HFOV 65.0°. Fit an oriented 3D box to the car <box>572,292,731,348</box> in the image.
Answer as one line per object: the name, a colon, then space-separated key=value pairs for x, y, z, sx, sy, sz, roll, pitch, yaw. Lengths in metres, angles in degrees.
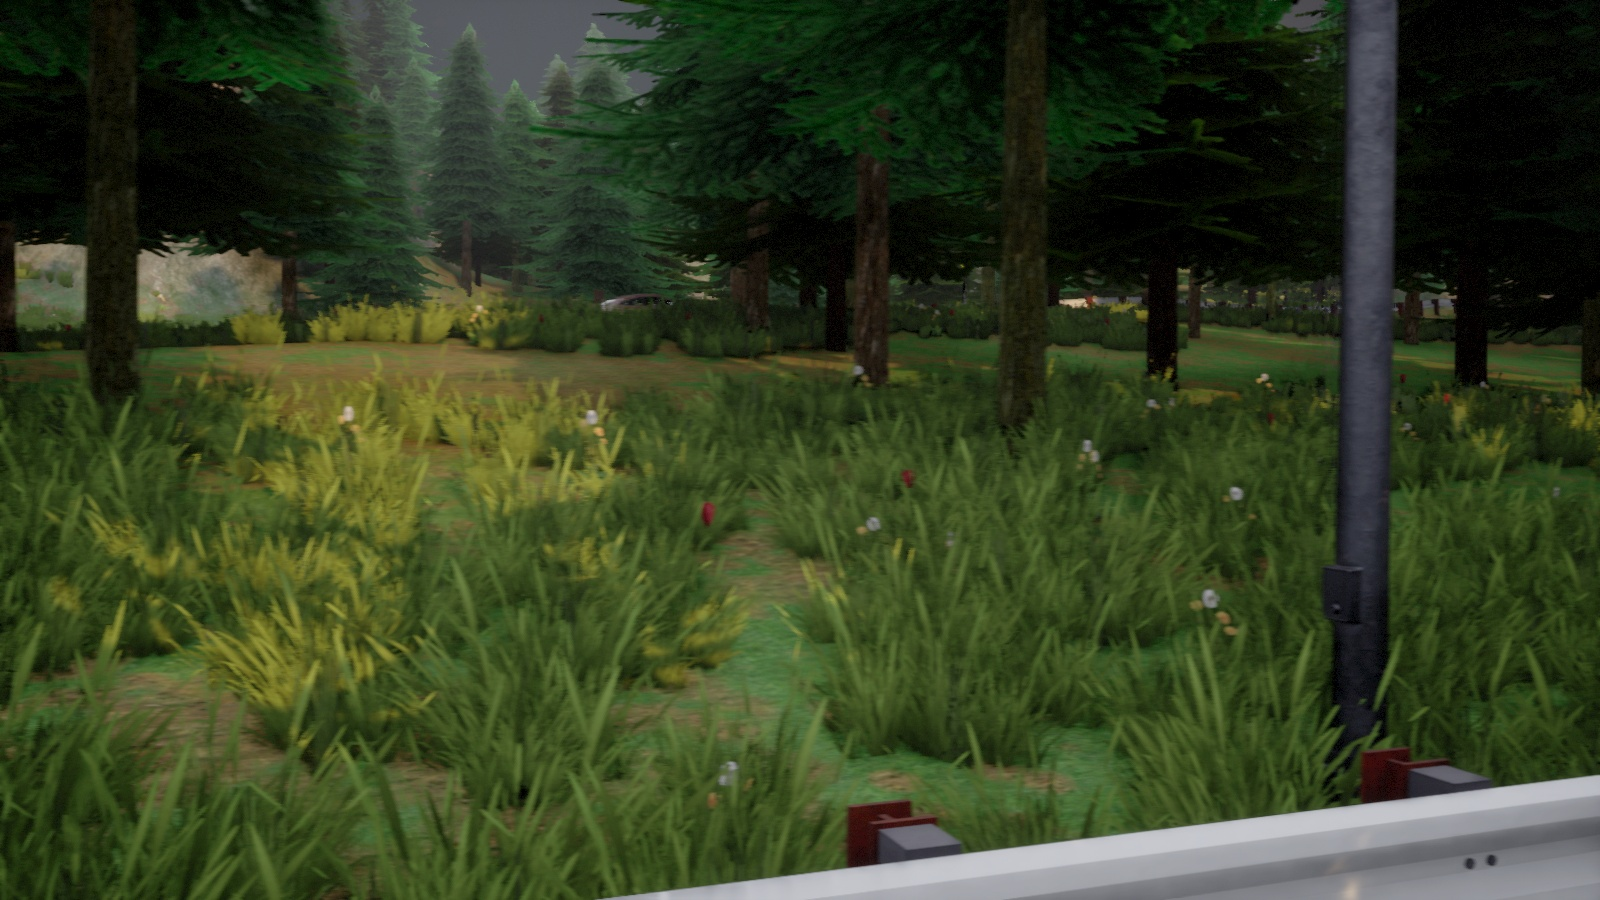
car: x=-4.815 y=-4.221 z=40.780 sx=4.674 sy=1.442 sz=1.812 roll=-6 pitch=3 yaw=-27
